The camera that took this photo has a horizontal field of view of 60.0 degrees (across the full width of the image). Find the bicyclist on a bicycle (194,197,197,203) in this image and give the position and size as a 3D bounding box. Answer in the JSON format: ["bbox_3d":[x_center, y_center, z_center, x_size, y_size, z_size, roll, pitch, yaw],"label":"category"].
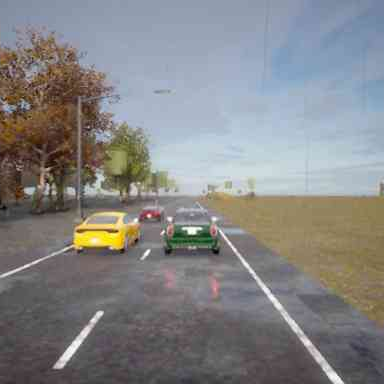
[{"bbox_3d":[0.969,2.323,94.706,0.866,1.612,1.509,0,-1,0],"label":"bicyclist on a bicycle"}]

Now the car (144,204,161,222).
[{"bbox_3d":[-3.492,1.799,29.375,1.812,1.442,4.674,0,0,0],"label":"car"}]

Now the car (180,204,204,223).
[{"bbox_3d":[0.009,1.837,29.298,1.994,1.385,4.181,0,0,0],"label":"car"}]

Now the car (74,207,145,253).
[{"bbox_3d":[-3.492,1.613,14.479,1.882,1.535,5.008,0,0,0],"label":"car"}]

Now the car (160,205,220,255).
[{"bbox_3d":[0.004,1.482,14.078,2.097,1.767,4.553,0,-1,0],"label":"car"}]
